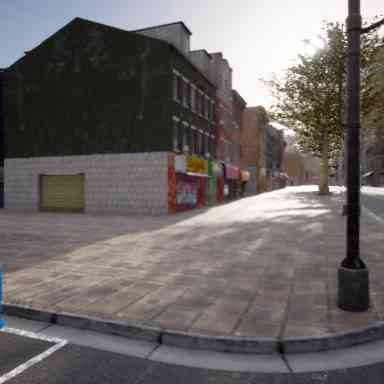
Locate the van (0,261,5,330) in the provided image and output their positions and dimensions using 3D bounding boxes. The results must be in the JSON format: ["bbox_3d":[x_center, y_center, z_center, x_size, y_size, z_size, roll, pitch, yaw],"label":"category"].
[{"bbox_3d":[-4.583,1.307,4.618,3.998,1.788,1.690,0,1,21],"label":"van"}]
